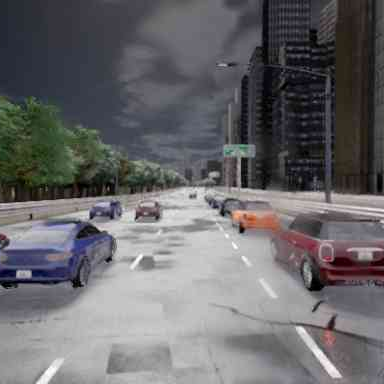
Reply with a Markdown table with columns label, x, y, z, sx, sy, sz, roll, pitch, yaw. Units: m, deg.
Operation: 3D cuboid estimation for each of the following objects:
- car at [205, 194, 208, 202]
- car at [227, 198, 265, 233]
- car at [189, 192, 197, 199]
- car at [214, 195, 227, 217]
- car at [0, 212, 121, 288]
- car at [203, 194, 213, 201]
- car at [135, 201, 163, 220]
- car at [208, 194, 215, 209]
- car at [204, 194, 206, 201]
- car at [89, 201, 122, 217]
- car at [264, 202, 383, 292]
| label | x | y | z | sx | sy | sz | roll | pitch | yaw |
| --- | --- | --- | --- | --- | --- | --- | --- | --- | --- |
| car | 3.483 | 1.272 | 52.117 | 1.837 | 1.490 | 4.892 | 0 | 0 | 0 |
| car | 3.482 | 1.281 | 19.151 | 2.097 | 1.767 | 4.553 | 0 | 0 | 0 |
| car | 0.188 | 0.975 | 82.904 | 1.812 | 1.442 | 4.674 | 0 | 1 | 1 |
| car | 3.460 | 1.315 | 30.174 | 2.033 | 1.649 | 4.856 | 0 | 0 | 0 |
| car | -3.405 | 1.493 | 9.034 | 1.812 | 1.442 | 4.674 | 0 | 0 | 0 |
| car | 3.608 | 1.157 | 74.059 | 2.033 | 1.411 | 5.357 | 0 | 0 | 0 |
| car | -3.434 | 1.424 | 26.946 | 1.812 | 1.442 | 4.674 | 0 | 0 | 0 |
| car | 3.459 | 1.334 | 41.176 | 2.163 | 1.488 | 4.792 | 0 | 0 | 0 |
| car | 3.533 | 1.296 | 63.119 | 1.895 | 1.301 | 4.718 | 0 | 0 | 0 |
| car | -6.934 | 1.424 | 27.000 | 1.812 | 1.442 | 4.674 | 0 | 0 | 0 |
| car | 3.596 | 1.321 | 9.026 | 2.097 | 1.767 | 4.553 | 0 | 0 | 0 |
